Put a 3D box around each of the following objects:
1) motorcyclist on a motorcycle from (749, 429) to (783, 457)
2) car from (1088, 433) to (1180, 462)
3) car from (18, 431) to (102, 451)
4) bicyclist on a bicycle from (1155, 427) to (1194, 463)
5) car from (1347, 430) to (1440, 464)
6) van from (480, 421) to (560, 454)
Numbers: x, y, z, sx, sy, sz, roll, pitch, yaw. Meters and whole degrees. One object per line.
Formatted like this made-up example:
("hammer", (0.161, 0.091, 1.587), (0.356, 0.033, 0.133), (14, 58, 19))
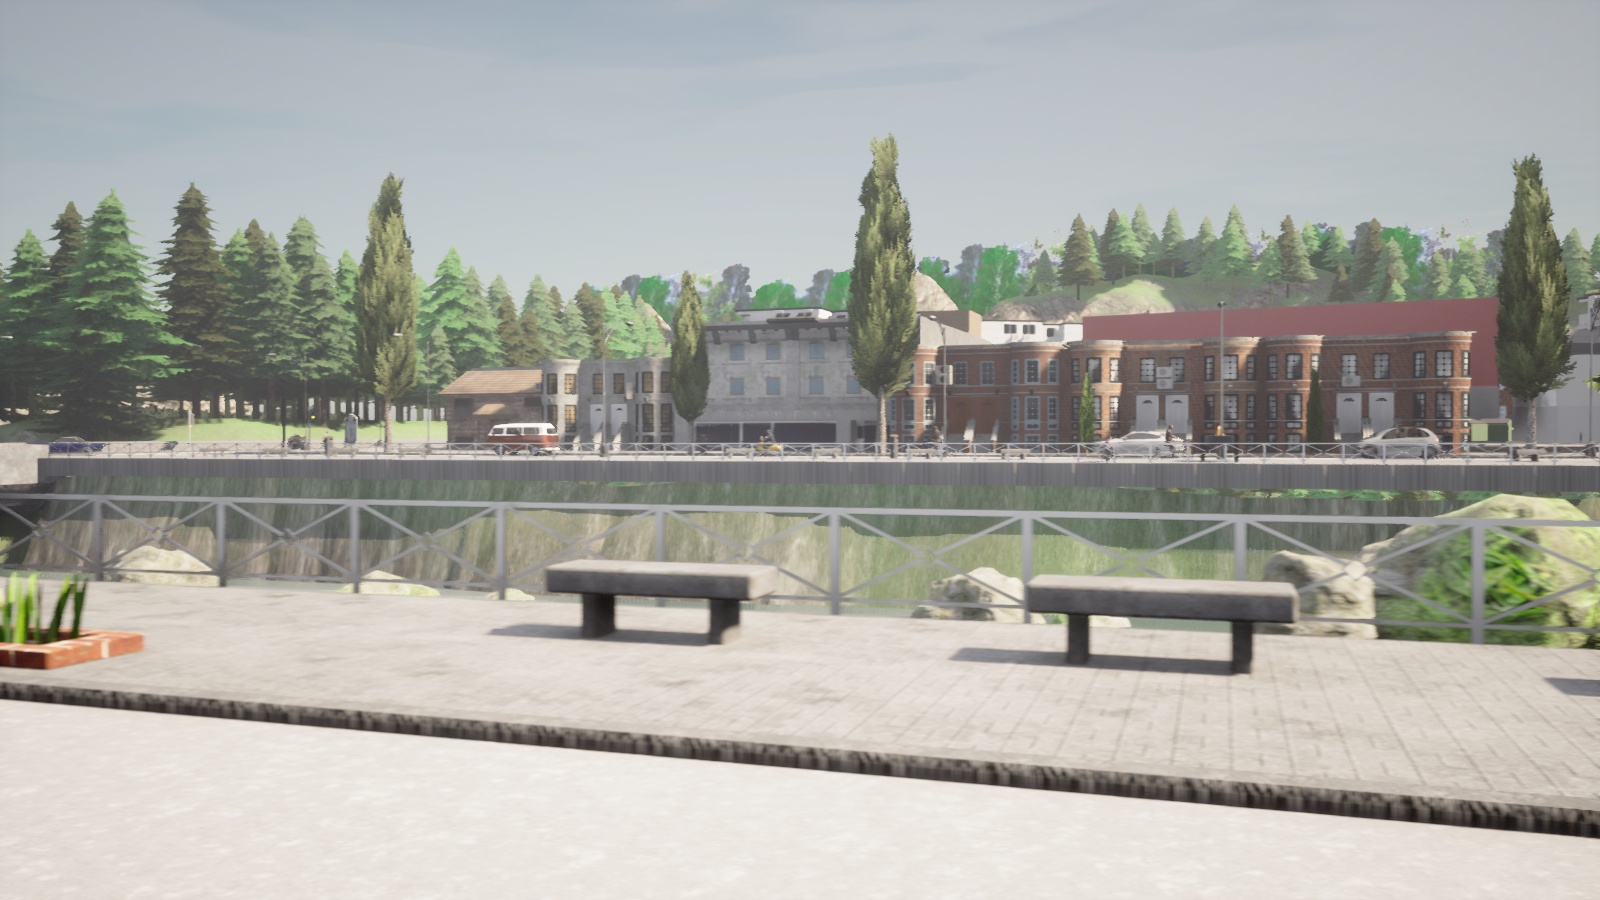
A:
("motorcyclist on a motorcycle", (-2.004, -0.407, 73.663), (1.817, 1.590, 0.866), (1, 1, 19))
("car", (17.823, -0.154, 67.000), (4.674, 1.442, 1.812), (1, 1, 19))
("car", (-49.528, -0.606, 84.086), (4.718, 1.301, 1.895), (0, 1, -34))
("bicyclist on a bicycle", (18.655, -0.234, 62.500), (1.843, 1.776, 0.659), (0, 1, 19))
("car", (29.714, -0.172, 63.001), (3.988, 1.617, 1.851), (1, 1, 19))
("van", (-17.572, -0.780, 78.892), (4.480, 2.038, 2.069), (1, 1, 19))
